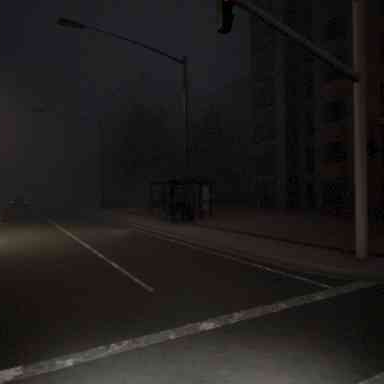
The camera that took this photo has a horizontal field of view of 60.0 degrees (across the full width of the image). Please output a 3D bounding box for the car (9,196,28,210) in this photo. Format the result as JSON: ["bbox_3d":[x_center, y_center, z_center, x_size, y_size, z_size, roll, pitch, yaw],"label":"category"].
[{"bbox_3d":[-22.815,1.396,43.705,2.097,1.767,4.553,-2,0,-29],"label":"car"}]

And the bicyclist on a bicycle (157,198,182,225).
[{"bbox_3d":[-1.351,1.159,19.890,1.656,1.620,0.582,-1,1,-29],"label":"bicyclist on a bicycle"}]
